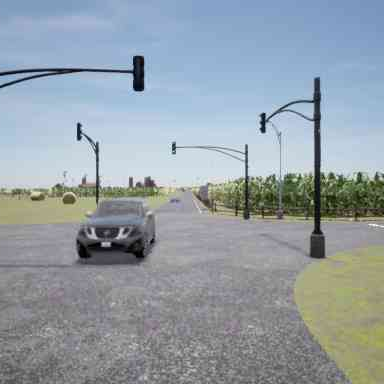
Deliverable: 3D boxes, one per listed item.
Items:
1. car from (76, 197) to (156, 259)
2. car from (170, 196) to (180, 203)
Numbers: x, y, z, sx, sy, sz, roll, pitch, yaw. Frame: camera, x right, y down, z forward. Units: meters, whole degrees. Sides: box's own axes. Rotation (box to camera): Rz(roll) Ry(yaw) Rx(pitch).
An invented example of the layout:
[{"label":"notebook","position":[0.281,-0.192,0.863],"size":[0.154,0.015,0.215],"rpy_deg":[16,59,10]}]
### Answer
[{"label":"car","position":[-2.671,1.259,12.957],"size":[2.150,2.045,5.566],"rpy_deg":[0,0,-1]},{"label":"car","position":[-3.408,1.461,67.362],"size":[2.033,1.411,5.357],"rpy_deg":[0,0,0]}]
